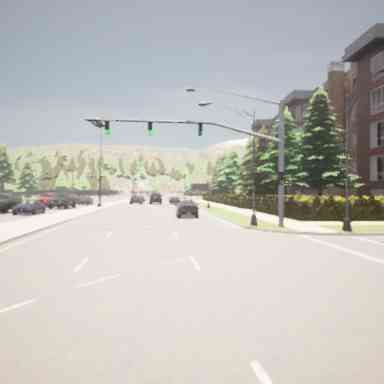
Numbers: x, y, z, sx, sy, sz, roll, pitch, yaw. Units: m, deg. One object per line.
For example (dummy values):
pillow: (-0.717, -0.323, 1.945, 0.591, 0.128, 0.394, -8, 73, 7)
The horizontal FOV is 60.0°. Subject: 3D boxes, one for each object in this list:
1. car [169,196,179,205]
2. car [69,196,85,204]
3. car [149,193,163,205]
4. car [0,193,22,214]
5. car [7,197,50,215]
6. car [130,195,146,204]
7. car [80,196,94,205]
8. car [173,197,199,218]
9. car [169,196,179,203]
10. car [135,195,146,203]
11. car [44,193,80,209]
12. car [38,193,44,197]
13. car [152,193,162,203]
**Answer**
car: (-3.101, 1.488, 61.040, 2.128, 1.511, 4.902, 0, 0, -5)
car: (-21.850, 1.440, 63.339, 1.812, 1.442, 4.674, 0, 0, -5)
car: (-6.518, 1.202, 59.897, 2.150, 2.045, 5.566, 0, 0, -5)
car: (-19.526, 1.137, 34.569, 2.150, 2.045, 5.566, 0, 0, -5)
car: (-15.839, 1.496, 32.516, 1.994, 1.385, 4.181, 0, 0, -5)
car: (-10.062, 1.316, 60.296, 2.097, 1.767, 4.553, 0, 0, -5)
car: (-17.763, 1.454, 55.858, 1.812, 1.442, 4.674, 0, 0, -4)
car: (-0.475, 1.507, 30.016, 1.837, 1.490, 4.892, 0, 0, -6)
car: (-3.921, 1.525, 71.073, 1.994, 1.385, 4.181, 0, 0, -5)
car: (-10.872, 1.438, 70.191, 1.837, 1.490, 4.892, 0, 0, -5)
car: (-16.737, 1.145, 43.151, 2.150, 2.045, 5.566, 0, 1, -4)
car: (-20.617, 1.135, 47.989, 2.150, 2.045, 5.566, 0, 0, -5)
car: (-7.385, 1.180, 70.506, 2.150, 2.045, 5.566, 0, 0, -5)
